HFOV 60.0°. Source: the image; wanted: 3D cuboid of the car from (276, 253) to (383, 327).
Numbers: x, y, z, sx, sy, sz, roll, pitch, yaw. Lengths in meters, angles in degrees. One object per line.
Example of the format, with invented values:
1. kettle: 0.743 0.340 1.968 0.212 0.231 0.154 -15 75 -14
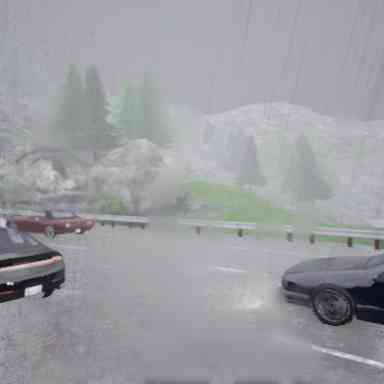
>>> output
1. car: 4.170 1.532 5.261 5.357 1.411 2.033 0 0 35

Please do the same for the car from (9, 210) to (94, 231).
1. car: -7.291 1.536 16.843 4.718 1.301 1.895 0 0 31

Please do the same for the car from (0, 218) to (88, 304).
1. car: -4.731 1.463 7.018 4.902 1.511 2.128 0 0 33
